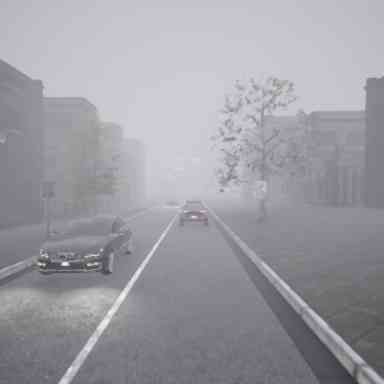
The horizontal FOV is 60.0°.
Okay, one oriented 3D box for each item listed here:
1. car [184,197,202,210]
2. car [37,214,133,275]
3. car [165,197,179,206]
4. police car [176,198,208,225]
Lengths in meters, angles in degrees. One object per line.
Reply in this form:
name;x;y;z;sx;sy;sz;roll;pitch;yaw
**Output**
car;0.167;1.482;42.555;2.163;1.488;4.792;0;0;0
car;-3.089;1.499;10.534;1.837;1.490;4.892;0;0;0
car;-2.987;1.510;51.708;1.994;1.385;4.181;0;1;0
police car;0.135;1.492;24.440;2.038;1.542;4.974;0;0;0
